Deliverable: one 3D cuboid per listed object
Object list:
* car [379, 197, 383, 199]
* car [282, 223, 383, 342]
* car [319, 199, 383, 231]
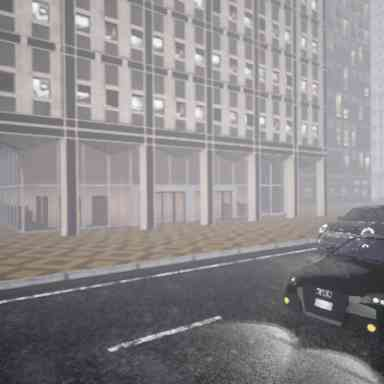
[{"bbox_3d":[36.058,1.135,59.930,1.887,1.381,4.507,-1,1,-34],"label":"car"},{"bbox_3d":[3.652,1.545,6.293,4.181,1.385,1.994,0,0,-36],"label":"car"},{"bbox_3d":[6.742,1.313,12.490,4.553,1.767,2.097,0,0,-36],"label":"car"}]
